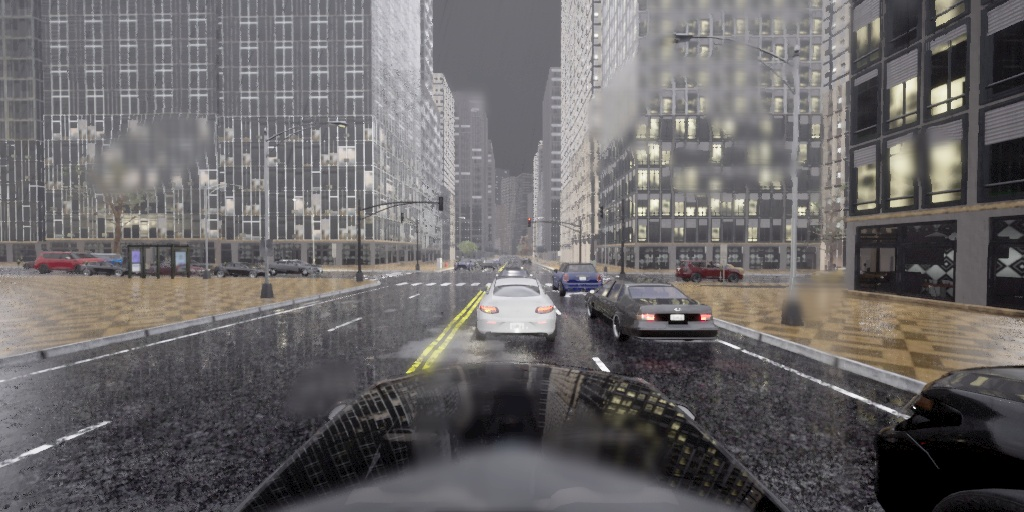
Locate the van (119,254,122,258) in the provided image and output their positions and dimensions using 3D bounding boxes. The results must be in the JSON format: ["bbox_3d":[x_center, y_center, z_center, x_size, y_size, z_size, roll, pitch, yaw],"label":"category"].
[{"bbox_3d":[-45.250,0.605,39.283,3.998,1.789,1.690,0,0,1],"label":"van"}]

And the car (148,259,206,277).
[{"bbox_3d":[-28.387,1.138,30.432,4.207,1.307,1.802,0,0,1],"label":"car"}]

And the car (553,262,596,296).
[{"bbox_3d":[3.367,1.093,19.185,2.097,1.767,4.553,0,0,0],"label":"car"}]

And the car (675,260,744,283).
[{"bbox_3d":[16.221,1.269,29.727,5.009,1.841,2.192,0,0,1],"label":"car"}]

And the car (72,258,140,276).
[{"bbox_3d":[-34.067,1.069,30.611,4.313,1.339,1.948,0,0,1],"label":"car"}]

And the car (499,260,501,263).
[{"bbox_3d":[-3.268,1.304,61.006,1.895,1.301,4.718,0,0,0],"label":"car"}]

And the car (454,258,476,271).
[{"bbox_3d":[-6.576,1.068,49.264,2.097,1.767,4.553,0,0,1],"label":"car"}]

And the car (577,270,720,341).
[{"bbox_3d":[3.360,1.293,9.800,2.033,1.411,5.357,0,0,0],"label":"car"}]

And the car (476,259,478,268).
[{"bbox_3d":[-6.530,1.211,58.361,1.837,1.490,4.892,0,0,0],"label":"car"}]

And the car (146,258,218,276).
[{"bbox_3d":[-30.466,0.971,33.168,5.008,1.535,1.882,1,1,1],"label":"car"}]

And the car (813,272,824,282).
[{"bbox_3d":[27.669,1.579,29.518,4.829,1.417,1.751,0,0,1],"label":"car"}]

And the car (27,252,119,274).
[{"bbox_3d":[-40.754,0.624,33.392,5.566,2.045,2.150,0,1,1],"label":"car"}]

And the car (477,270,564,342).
[{"bbox_3d":[0.106,1.272,9.662,1.812,1.442,4.674,0,0,0],"label":"car"}]

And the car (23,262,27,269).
[{"bbox_3d":[-50.932,0.793,39.404,4.207,1.307,1.802,0,0,1],"label":"car"}]

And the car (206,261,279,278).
[{"bbox_3d":[-22.703,1.174,30.293,4.313,1.339,1.948,0,0,1],"label":"car"}]

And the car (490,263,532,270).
[{"bbox_3d":[0.116,1.288,18.906,2.033,1.411,5.357,0,0,0],"label":"car"}]

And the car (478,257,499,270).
[{"bbox_3d":[-3.292,1.262,51.245,2.033,1.411,5.357,0,0,0],"label":"car"}]

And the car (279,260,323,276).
[{"bbox_3d":[-19.997,1.080,32.944,4.902,1.511,2.128,1,1,1],"label":"car"}]
